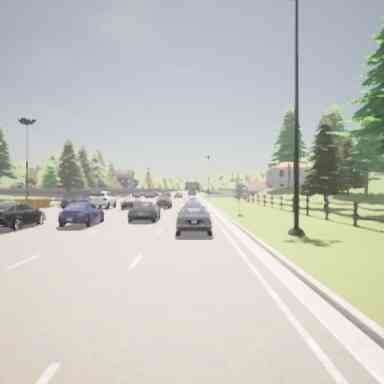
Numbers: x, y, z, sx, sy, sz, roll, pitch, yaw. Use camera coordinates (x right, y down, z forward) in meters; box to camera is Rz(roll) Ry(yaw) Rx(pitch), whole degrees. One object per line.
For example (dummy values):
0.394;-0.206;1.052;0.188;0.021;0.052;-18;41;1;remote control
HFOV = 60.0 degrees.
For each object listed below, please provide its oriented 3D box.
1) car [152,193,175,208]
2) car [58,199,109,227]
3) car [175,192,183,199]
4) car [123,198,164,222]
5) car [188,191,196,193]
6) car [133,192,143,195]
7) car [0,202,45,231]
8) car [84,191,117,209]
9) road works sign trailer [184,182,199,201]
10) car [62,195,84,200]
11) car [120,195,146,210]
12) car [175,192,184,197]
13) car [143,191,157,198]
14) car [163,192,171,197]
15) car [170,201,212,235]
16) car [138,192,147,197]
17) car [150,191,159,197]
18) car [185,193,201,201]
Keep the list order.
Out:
-3.421;1.241;41.005;1.812;1.442;4.674;0;0;0;car
-6.919;1.379;21.076;1.812;1.442;4.674;0;0;0;car
-3.516;0.892;83.251;1.882;1.535;5.008;0;0;0;car
-3.406;1.395;24.243;1.994;1.385;4.181;0;0;0;car
-0.016;0.965;83.669;1.994;1.385;4.181;0;0;0;car
-14.016;0.937;83.666;1.812;1.442;4.674;0;0;0;car
-10.404;1.369;19.512;1.837;1.490;4.892;0;0;0;car
-10.407;0.950;39.145;2.150;2.045;5.566;0;0;0;car
-0.011;0.072;56.617;2.380;3.560;2.880;0;0;0;road works sign trailer
-13.906;1.076;39.697;2.097;1.767;4.553;0;0;0;car
-6.908;1.334;38.461;1.895;1.301;4.718;0;0;0;car
-3.518;0.709;93.670;2.128;1.511;4.902;0;0;0;car
-10.516;0.964;83.634;1.994;1.385;4.181;0;0;0;car
-7.018;0.683;93.669;1.837;1.490;4.892;0;0;0;car
0.096;1.422;17.957;2.033;1.411;5.357;0;0;0;car
-14.018;0.707;93.668;1.812;1.442;4.674;0;0;0;car
-10.518;0.539;93.638;2.097;1.767;4.553;0;0;0;car
0.078;1.241;41.055;1.812;1.442;4.674;0;0;0;car
